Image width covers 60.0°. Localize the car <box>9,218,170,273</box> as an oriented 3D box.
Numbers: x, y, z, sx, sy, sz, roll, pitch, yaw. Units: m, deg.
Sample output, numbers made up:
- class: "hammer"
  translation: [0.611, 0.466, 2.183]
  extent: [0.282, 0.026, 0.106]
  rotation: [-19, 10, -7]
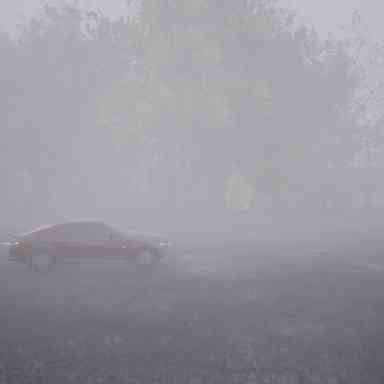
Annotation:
- class: "car"
  translation: [-3.011, 1.546, 10.230]
  extent: [4.674, 1.442, 1.812]
  rotation: [0, 0, -7]
